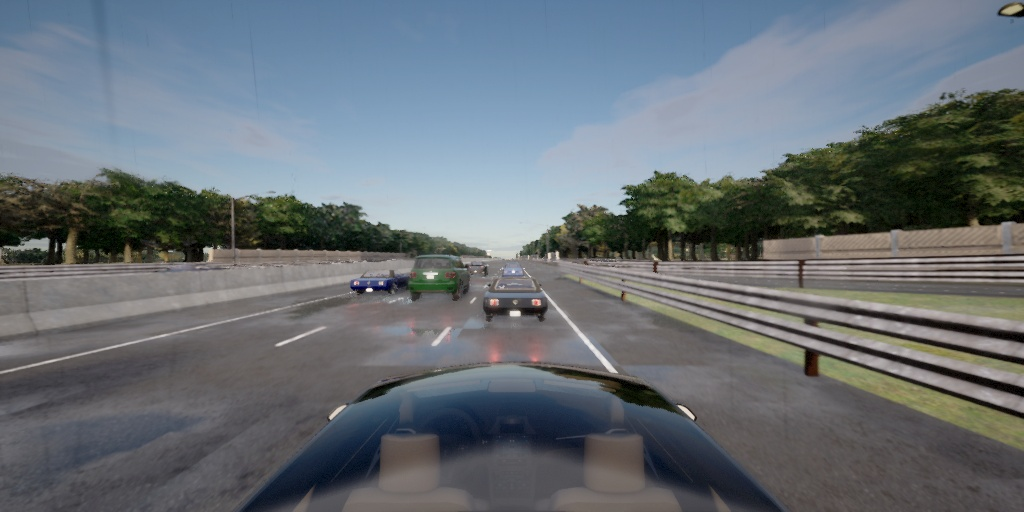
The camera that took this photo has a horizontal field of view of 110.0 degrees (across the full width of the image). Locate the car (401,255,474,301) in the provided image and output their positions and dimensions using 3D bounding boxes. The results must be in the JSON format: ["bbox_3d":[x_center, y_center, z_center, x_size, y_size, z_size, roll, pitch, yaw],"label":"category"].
[{"bbox_3d":[-3.399,0.976,17.627,2.150,2.045,5.566,0,0,0],"label":"car"}]

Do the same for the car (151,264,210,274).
[{"bbox_3d":[-21.087,1.356,24.151,1.895,1.301,4.718,0,0,0],"label":"car"}]

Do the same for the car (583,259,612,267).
[{"bbox_3d":[10.364,1.138,44.026,1.837,1.490,4.892,0,-1,-19],"label":"car"}]

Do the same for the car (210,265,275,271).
[{"bbox_3d":[-17.586,1.357,24.541,1.895,1.301,4.718,0,0,0],"label":"car"}]

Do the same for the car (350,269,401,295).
[{"bbox_3d":[-6.898,1.356,19.577,1.895,1.301,4.718,0,0,0],"label":"car"}]

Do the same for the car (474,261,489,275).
[{"bbox_3d":[-3.397,1.257,36.054,2.128,1.511,4.902,0,0,0],"label":"car"}]

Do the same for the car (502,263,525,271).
[{"bbox_3d":[0.102,1.308,30.416,2.033,1.411,5.357,0,0,0],"label":"car"}]

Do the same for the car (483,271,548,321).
[{"bbox_3d":[0.101,1.355,12.420,1.895,1.301,4.718,0,0,0],"label":"car"}]
